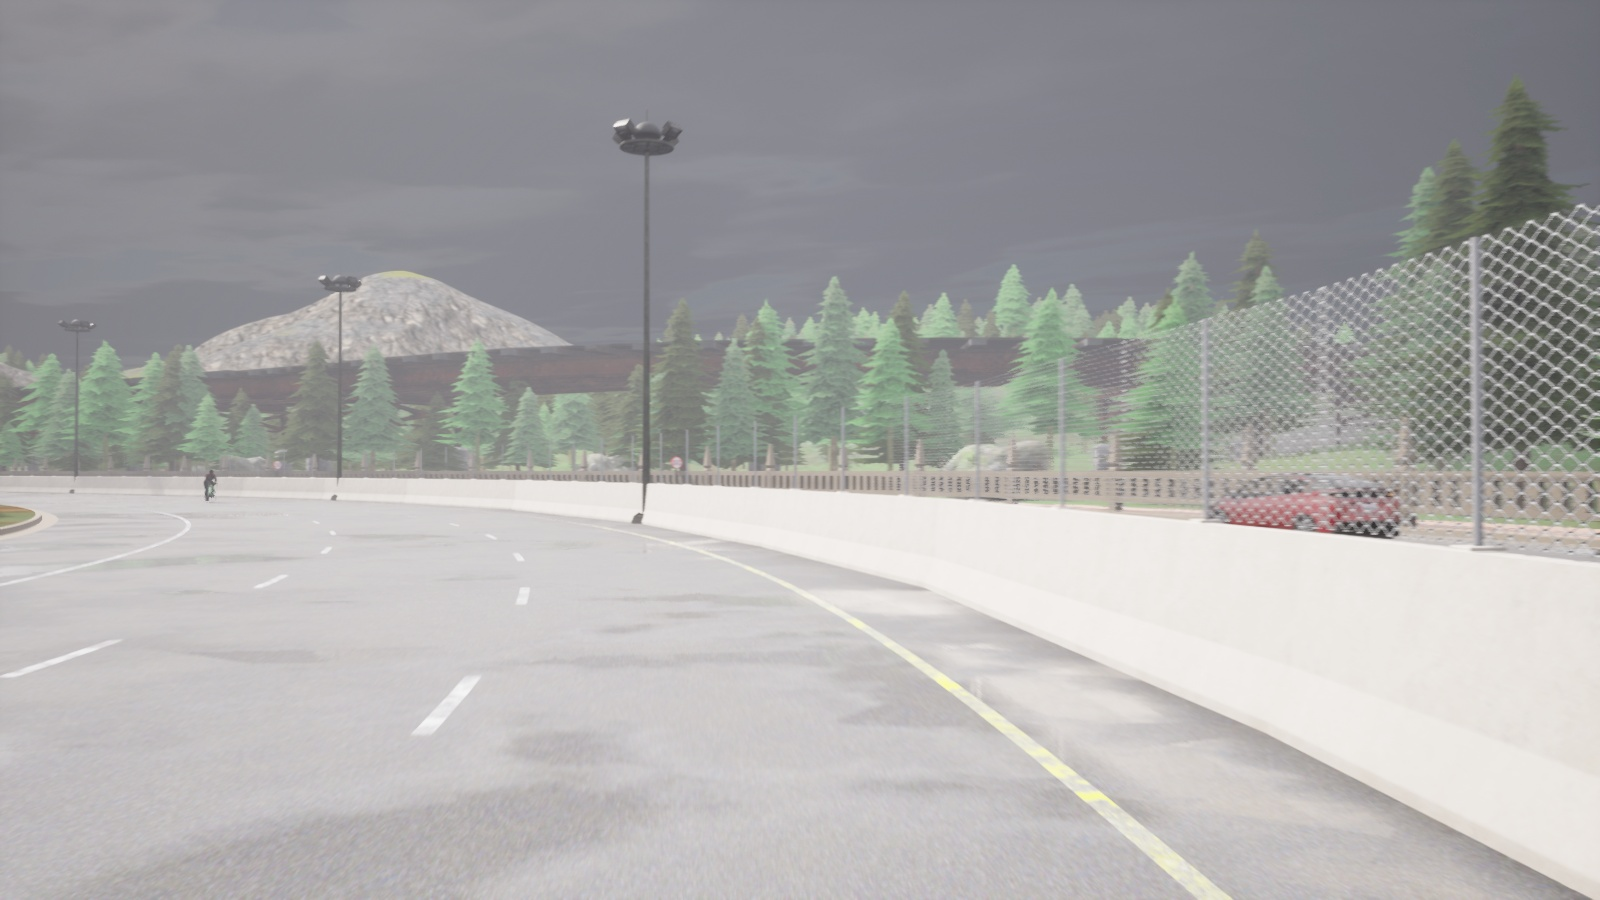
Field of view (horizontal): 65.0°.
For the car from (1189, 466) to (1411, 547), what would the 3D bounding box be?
[{"bbox_3d":[10.272,1.117,26.224,2.007,1.525,4.514,0,-1,-15],"label":"car"}]
